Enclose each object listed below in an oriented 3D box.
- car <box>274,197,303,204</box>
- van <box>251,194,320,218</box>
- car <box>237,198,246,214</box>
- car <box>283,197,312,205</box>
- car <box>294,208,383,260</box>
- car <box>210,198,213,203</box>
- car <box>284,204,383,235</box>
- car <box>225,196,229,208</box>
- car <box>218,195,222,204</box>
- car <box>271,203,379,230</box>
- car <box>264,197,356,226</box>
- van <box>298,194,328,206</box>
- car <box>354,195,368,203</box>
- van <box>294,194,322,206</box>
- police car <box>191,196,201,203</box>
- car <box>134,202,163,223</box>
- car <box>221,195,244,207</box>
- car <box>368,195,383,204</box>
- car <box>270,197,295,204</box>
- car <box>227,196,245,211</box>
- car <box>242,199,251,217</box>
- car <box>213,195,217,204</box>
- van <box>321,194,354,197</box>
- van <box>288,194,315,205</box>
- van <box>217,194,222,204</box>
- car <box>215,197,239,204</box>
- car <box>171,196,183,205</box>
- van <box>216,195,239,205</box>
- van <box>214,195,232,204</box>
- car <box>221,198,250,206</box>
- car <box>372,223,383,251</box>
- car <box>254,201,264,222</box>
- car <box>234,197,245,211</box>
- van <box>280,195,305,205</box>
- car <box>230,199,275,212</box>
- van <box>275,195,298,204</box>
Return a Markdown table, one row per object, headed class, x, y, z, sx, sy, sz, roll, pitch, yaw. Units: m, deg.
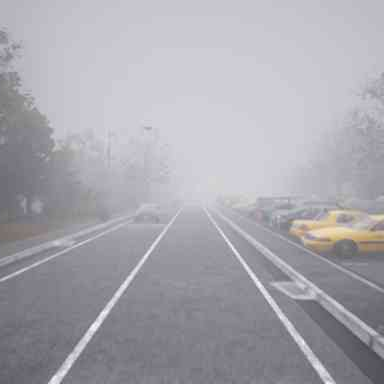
| class | x | y | z | sx | sy | sz | roll | pitch | yaw |
| --- | --- | --- | --- | --- | --- | --- | --- | --- | --- |
| car | 20.253 | 1.805 | 69.915 | 5.366 | 1.575 | 1.946 | 0 | -1 | 0 |
| van | 7.158 | 1.295 | 25.781 | 4.442 | 1.987 | 1.878 | 0 | 0 | 0 |
| car | 7.051 | 1.572 | 31.333 | 4.792 | 1.488 | 2.163 | 0 | 0 | 0 |
| car | 20.403 | 1.696 | 64.377 | 5.008 | 1.535 | 2.097 | 0 | -1 | 0 |
| car | 6.757 | 1.501 | 12.033 | 5.366 | 1.575 | 1.946 | 0 | 0 | 0 |
| car | 7.424 | 1.984 | 78.504 | 5.008 | 1.535 | 2.097 | 0 | -1 | 0 |
| car | 7.147 | 1.494 | 14.683 | 5.366 | 1.575 | 1.946 | 0 | 0 | 0 |
| car | 7.154 | 1.588 | 42.437 | 4.892 | 1.521 | 2.231 | 0 | 0 | 0 |
| car | 7.234 | 1.632 | 53.542 | 5.008 | 1.535 | 2.097 | 0 | 0 | 0 |
| car | 6.975 | 1.497 | 17.452 | 4.892 | 1.521 | 2.231 | 0 | 0 | 0 |
| car | 7.032 | 1.375 | 20.231 | 4.553 | 1.767 | 2.185 | 0 | 0 | 0 |
| van | 20.456 | 1.411 | 56.211 | 4.442 | 1.987 | 1.878 | 0 | 0 | 0 |
| car | 20.151 | 1.296 | 33.925 | 5.566 | 2.045 | 2.435 | 0 | 0 | 0 |
| van | 20.474 | 1.421 | 58.856 | 4.442 | 1.987 | 1.878 | 0 | 0 | 0 |
| police car | 1.379 | 2.106 | 87.375 | 1.930 | 1.638 | 5.238 | 0 | -1 | 0 |
| car | -3.295 | 1.562 | 26.042 | 1.812 | 1.442 | 4.674 | 0 | 0 | 0 |
| car | 6.995 | 1.596 | 45.215 | 5.366 | 1.575 | 1.946 | 0 | 0 | 0 |
| car | 20.131 | 1.285 | 31.155 | 5.566 | 2.045 | 2.435 | 0 | 0 | 0 |
| car | 20.471 | 1.920 | 75.454 | 4.892 | 1.521 | 2.231 | 0 | -1 | 0 |
| car | 6.935 | 1.562 | 36.887 | 5.366 | 1.575 | 1.946 | 0 | 0 | 0 |
| car | 7.032 | 1.561 | 28.557 | 4.792 | 1.488 | 2.163 | 0 | 0 | 0 |
| car | 7.328 | 1.414 | 61.871 | 5.566 | 2.045 | 2.435 | 0 | 0 | 0 |
| van | 20.376 | 1.366 | 45.131 | 4.442 | 1.987 | 1.878 | 0 | 0 | 0 |
| van | 20.262 | 1.433 | 61.761 | 4.442 | 1.987 | 1.878 | 0 | -1 | 0 |
| van | 7.163 | 1.428 | 59.096 | 4.442 | 1.987 | 1.878 | 0 | 0 | 0 |
| car | 7.362 | 1.857 | 70.176 | 4.674 | 1.452 | 2.002 | 0 | -1 | 0 |
| car | -2.987 | 1.665 | 66.979 | 2.097 | 1.767 | 4.553 | 0 | -1 | 1 |
| van | 7.222 | 1.536 | 67.407 | 4.442 | 1.987 | 1.878 | 0 | -1 | 0 |
| van | 7.555 | 1.814 | 81.284 | 4.442 | 1.987 | 1.878 | 0 | -1 | 0 |
| car | 7.262 | 1.683 | 56.318 | 4.674 | 1.452 | 2.002 | 0 | 0 | 0 |
| car | 6.716 | 1.525 | 6.360 | 5.366 | 1.575 | 1.946 | 0 | 0 | 0 |
| car | 7.050 | 1.539 | 23.004 | 4.792 | 1.488 | 2.163 | 0 | 0 | 0 |
| car | 7.071 | 1.583 | 34.109 | 4.792 | 1.488 | 2.163 | 0 | 0 | 0 |
| van | 20.300 | 1.526 | 67.152 | 4.442 | 1.987 | 1.878 | 0 | -1 | 0 |
| car | 7.147 | 1.577 | 39.661 | 4.892 | 1.521 | 2.231 | 0 | 0 | 0 |
| van | 20.574 | 1.637 | 72.688 | 4.442 | 1.987 | 1.878 | 0 | -1 | 0 |
